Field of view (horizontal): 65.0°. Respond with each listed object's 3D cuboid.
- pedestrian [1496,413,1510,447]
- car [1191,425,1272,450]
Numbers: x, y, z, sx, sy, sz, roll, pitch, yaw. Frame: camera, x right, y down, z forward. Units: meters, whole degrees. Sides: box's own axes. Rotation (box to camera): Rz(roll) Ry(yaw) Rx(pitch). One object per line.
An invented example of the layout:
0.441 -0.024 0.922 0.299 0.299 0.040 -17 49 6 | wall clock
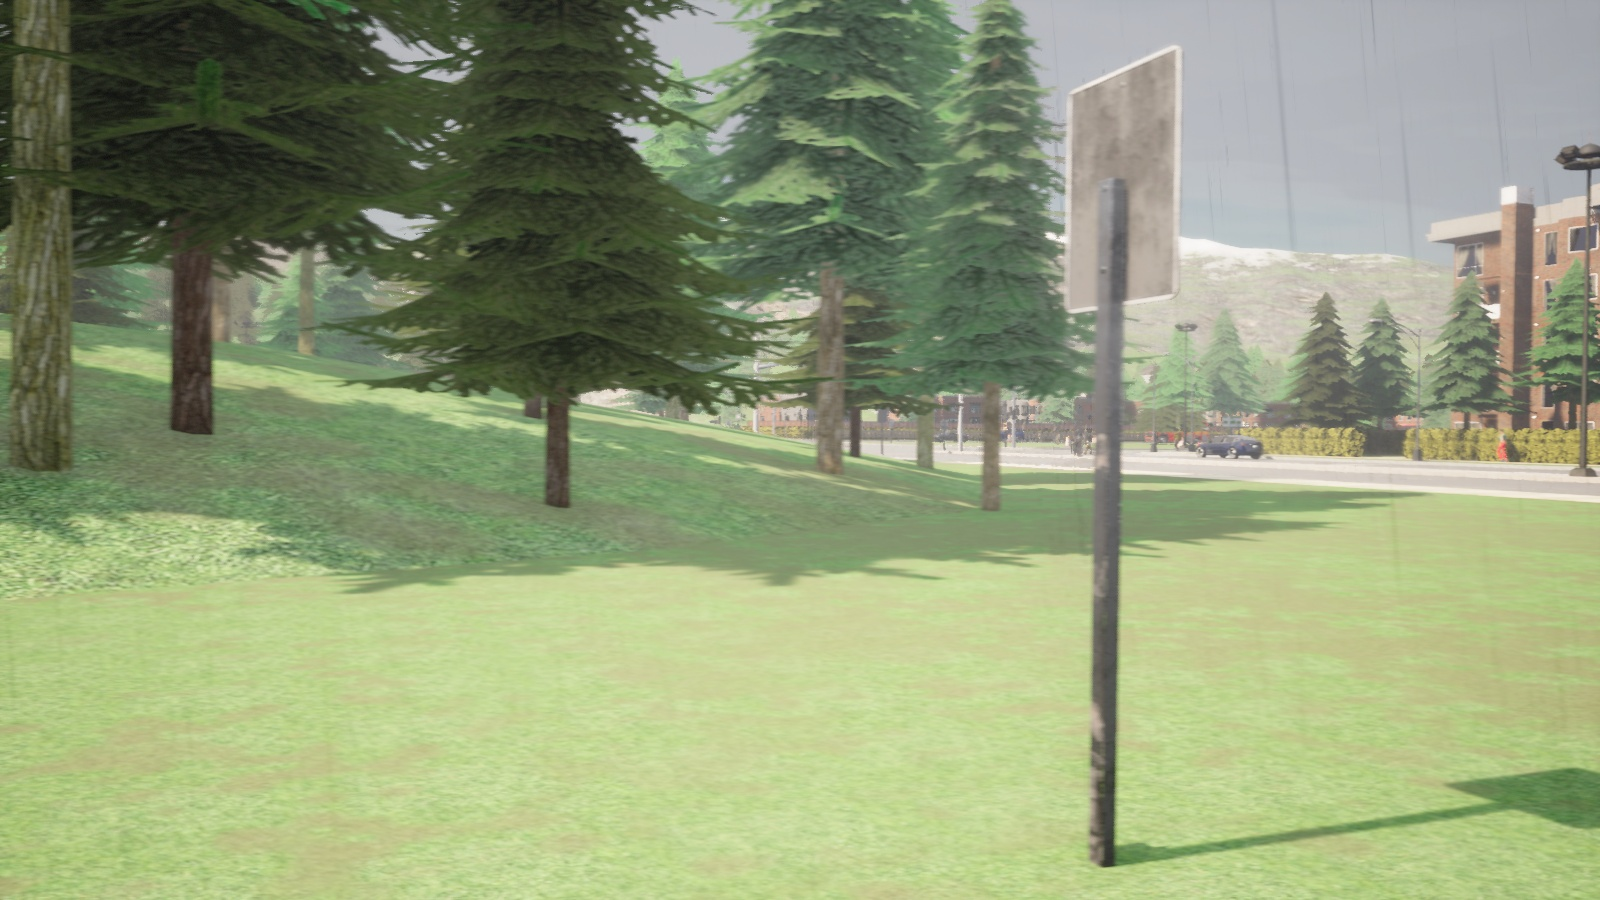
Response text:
38.337 -1.088 68.462 0.345 1.836 0.594 -1 1 -21 | pedestrian
27.050 -0.776 78.893 2.163 1.488 4.792 -1 1 -21 | car
